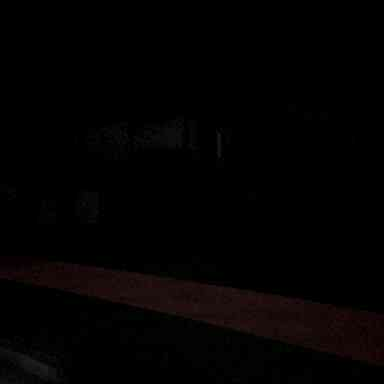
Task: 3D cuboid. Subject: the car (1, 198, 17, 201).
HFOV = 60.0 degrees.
[{"bbox_3d":[-17.803,1.348,32.378,1.837,1.490,4.892,0,0,23],"label":"car"}]
